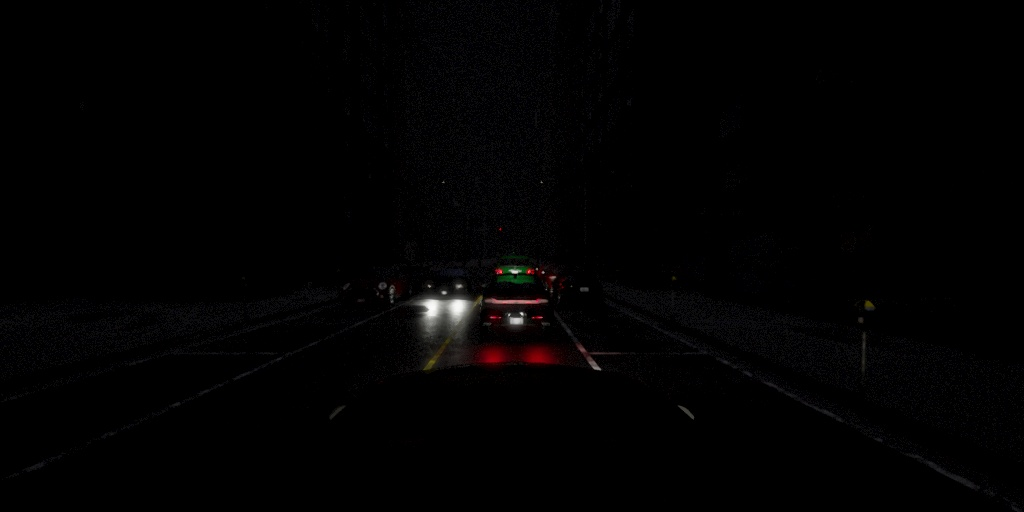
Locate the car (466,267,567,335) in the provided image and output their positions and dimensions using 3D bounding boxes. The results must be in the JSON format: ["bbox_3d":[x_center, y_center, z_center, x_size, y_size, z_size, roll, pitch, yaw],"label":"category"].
[{"bbox_3d":[0.100,1.236,10.421,2.128,1.511,4.902,0,0,0],"label":"car"}]

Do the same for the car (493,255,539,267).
[{"bbox_3d":[0.102,0.961,20.340,2.150,2.045,5.566,0,0,-1],"label":"car"}]

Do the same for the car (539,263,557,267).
[{"bbox_3d":[2.762,1.284,21.193,1.888,1.381,4.507,0,0,0],"label":"car"}]

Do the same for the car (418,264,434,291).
[{"bbox_3d":[-5.764,1.305,21.194,1.948,1.339,4.313,0,0,0],"label":"car"}]

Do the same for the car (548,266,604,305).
[{"bbox_3d":[2.761,1.307,15.689,1.948,1.339,4.313,0,0,0],"label":"car"}]

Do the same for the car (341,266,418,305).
[{"bbox_3d":[-5.764,1.182,15.689,1.967,1.591,4.097,0,0,0],"label":"car"}]

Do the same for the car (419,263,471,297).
[{"bbox_3d":[-3.084,1.288,18.967,2.033,1.411,5.357,0,0,0],"label":"car"}]
